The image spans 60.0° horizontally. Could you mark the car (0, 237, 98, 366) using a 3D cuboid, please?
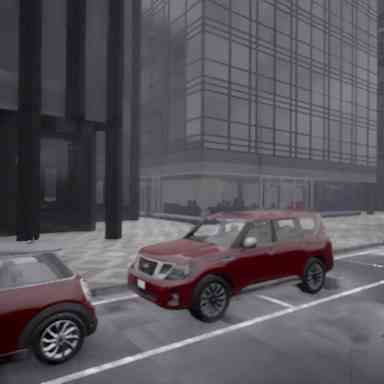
[{"bbox_3d":[-3.431,1.436,4.200,4.097,1.590,1.967,1,0,-35],"label":"car"}]

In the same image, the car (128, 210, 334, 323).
[{"bbox_3d":[1.137,1.365,7.457,5.009,1.841,2.192,1,0,-35],"label":"car"}]
